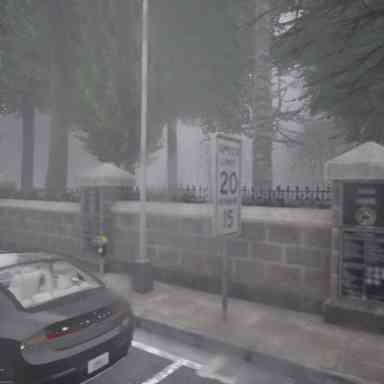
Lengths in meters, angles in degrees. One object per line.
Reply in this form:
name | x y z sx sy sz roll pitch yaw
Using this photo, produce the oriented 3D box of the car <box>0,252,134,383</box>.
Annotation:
car | -2.761 1.556 4.763 4.403 1.369 2.008 0 1 36
